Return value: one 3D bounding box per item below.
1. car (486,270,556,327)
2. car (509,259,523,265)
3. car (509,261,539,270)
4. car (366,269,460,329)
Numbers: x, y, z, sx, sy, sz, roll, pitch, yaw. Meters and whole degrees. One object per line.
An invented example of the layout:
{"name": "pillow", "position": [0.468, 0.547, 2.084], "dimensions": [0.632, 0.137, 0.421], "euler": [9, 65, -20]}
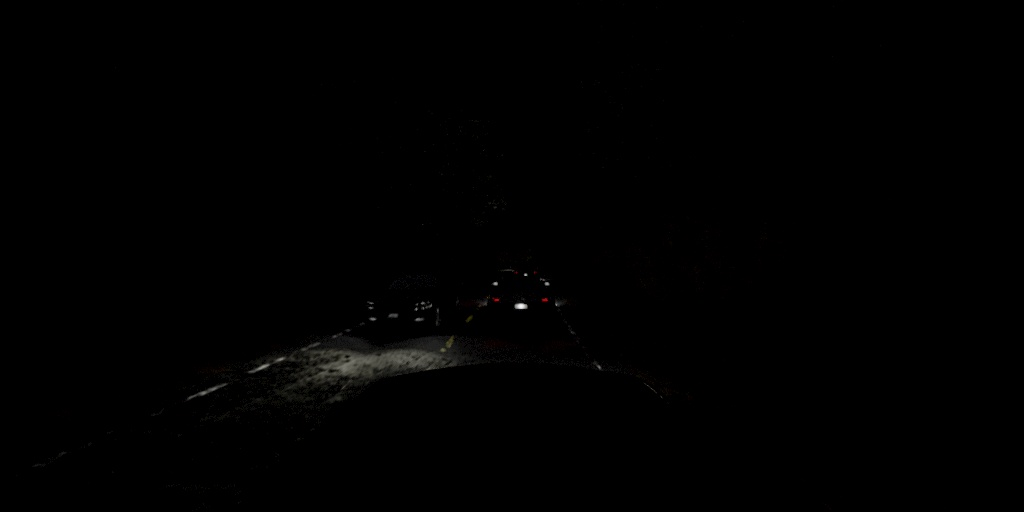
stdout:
{"name": "car", "position": [0.298, 1.313, 11.569], "dimensions": [1.994, 1.385, 4.181], "euler": [0, 0, 2]}
{"name": "car", "position": [0.766, 1.212, 53.492], "dimensions": [1.882, 1.535, 5.008], "euler": [0, 0, 9]}
{"name": "car", "position": [1.114, 1.310, 27.389], "dimensions": [1.994, 1.385, 4.181], "euler": [0, 0, 4]}
{"name": "car", "position": [-2.907, 1.223, 11.503], "dimensions": [1.882, 1.535, 5.008], "euler": [0, 0, 2]}
